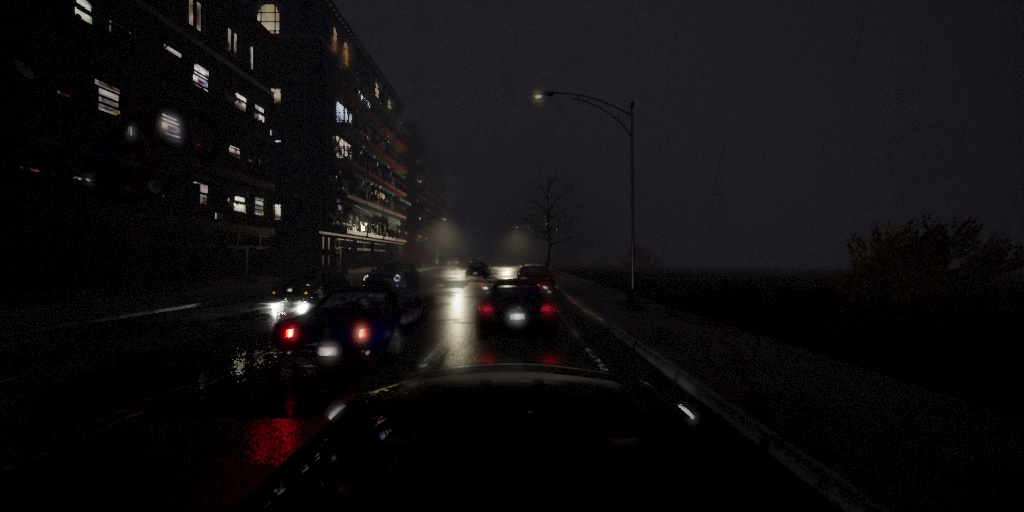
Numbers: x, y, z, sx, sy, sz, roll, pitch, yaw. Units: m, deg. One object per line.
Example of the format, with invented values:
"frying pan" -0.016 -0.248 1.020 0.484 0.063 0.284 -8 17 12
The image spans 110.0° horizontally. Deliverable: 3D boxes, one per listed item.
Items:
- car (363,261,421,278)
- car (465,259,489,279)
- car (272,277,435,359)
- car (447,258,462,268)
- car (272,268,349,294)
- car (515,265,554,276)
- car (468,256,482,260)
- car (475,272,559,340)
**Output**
"car" -6.579 1.104 19.973 2.097 1.767 4.553 0 0 0
"car" -3.127 1.277 32.954 1.812 1.442 4.674 0 0 0
"car" -3.146 1.351 8.379 1.895 1.301 4.718 0 0 0
"car" -9.748 1.101 60.983 2.097 1.767 4.553 0 0 0
"car" -9.830 1.316 17.853 1.994 1.385 4.181 0 0 0
"car" 1.158 1.230 18.862 1.882 1.535 5.008 0 0 0
"car" -6.484 0.971 63.059 2.150 2.045 5.566 0 0 1
"car" 0.111 1.315 9.942 1.994 1.385 4.181 0 0 0
